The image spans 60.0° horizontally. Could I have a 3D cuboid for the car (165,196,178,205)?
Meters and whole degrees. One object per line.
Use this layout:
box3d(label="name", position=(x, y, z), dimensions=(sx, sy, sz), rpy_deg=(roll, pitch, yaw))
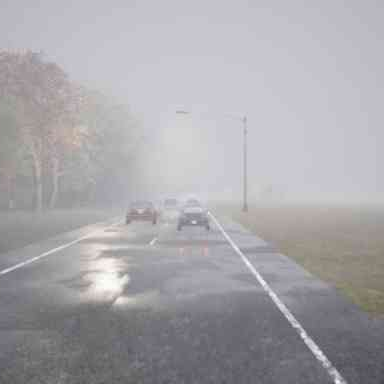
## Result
box3d(label="car", position=(-3.398, 1.379, 54.436), dimensions=(1.882, 1.535, 5.008), rpy_deg=(0, 0, 0))

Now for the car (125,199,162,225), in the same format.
box3d(label="car", position=(-3.399, 1.314, 24.085), dimensions=(2.097, 1.767, 4.553), rpy_deg=(0, 0, 0))

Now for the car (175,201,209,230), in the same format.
box3d(label="car", position=(0.101, 1.494, 20.694), dimensions=(1.812, 1.442, 4.674), rpy_deg=(0, 0, 0))

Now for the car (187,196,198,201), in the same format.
box3d(label="car", position=(0.103, 1.423, 56.714), dimensions=(1.812, 1.442, 4.674), rpy_deg=(0, 0, 0))
